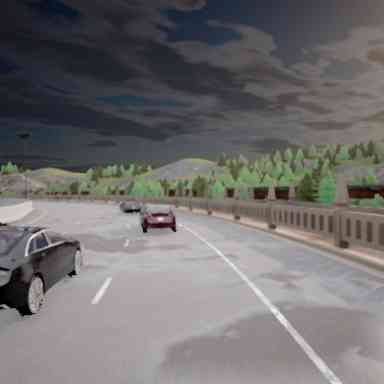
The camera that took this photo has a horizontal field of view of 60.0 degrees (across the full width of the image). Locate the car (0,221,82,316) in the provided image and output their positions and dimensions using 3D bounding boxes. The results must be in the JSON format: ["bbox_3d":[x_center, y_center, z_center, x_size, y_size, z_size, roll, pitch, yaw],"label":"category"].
[{"bbox_3d":[-3.874,1.509,7.456,2.128,1.511,4.902,0,0,-4],"label":"car"}]

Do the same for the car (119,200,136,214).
[{"bbox_3d":[-6.748,1.584,36.490,1.994,1.385,4.181,0,0,-20],"label":"car"}]

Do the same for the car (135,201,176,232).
[{"bbox_3d":[-2.163,1.506,20.365,2.163,1.488,4.792,0,0,-11],"label":"car"}]
